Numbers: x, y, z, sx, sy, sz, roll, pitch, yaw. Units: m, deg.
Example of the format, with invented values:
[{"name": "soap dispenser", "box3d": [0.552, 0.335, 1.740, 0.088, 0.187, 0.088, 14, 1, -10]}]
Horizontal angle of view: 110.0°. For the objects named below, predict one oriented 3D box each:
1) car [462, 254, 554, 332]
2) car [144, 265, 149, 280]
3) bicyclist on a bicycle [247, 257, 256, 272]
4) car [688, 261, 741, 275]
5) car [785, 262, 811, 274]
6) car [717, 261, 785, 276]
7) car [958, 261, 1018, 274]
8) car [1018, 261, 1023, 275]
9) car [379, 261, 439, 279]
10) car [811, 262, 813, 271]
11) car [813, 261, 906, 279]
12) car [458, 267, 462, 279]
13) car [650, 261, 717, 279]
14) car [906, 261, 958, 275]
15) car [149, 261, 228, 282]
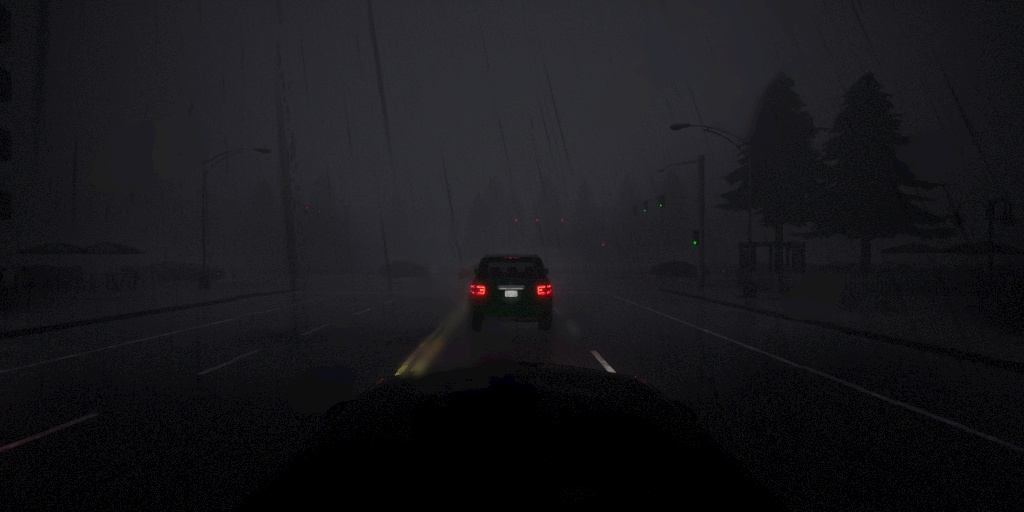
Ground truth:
[{"name": "car", "box3d": [-0.022, 0.971, 11.024, 2.150, 2.045, 5.566, 0, 0, 0]}, {"name": "car", "box3d": [-28.537, 1.172, 30.494, 5.008, 1.535, 1.882, 0, 0, -1]}, {"name": "bicyclist on a bicycle", "box3d": [-30.106, 0.995, 41.533, 0.582, 1.620, 1.656, 0, 0, -1]}, {"name": "car", "box3d": [21.491, 1.220, 38.176, 4.674, 1.442, 1.812, 0, 0, 0]}, {"name": "car", "box3d": [30.596, 1.295, 38.184, 4.718, 1.301, 1.895, 0, 0, 1]}, {"name": "car", "box3d": [22.940, 1.186, 34.681, 4.902, 1.511, 2.128, 0, 0, 0]}, {"name": "car", "box3d": [42.803, 1.186, 33.619, 4.902, 1.511, 2.128, 0, 0, 13]}, {"name": "car", "box3d": [49.335, 1.199, 35.419, 4.892, 1.490, 1.837, 0, 0, 20]}, {"name": "car", "box3d": [-8.780, 1.221, 30.730, 4.892, 1.490, 1.837, 0, 0, -1]}, {"name": "car", "box3d": [32.691, 1.242, 34.680, 5.357, 1.411, 2.033, 0, 0, 1]}, {"name": "car", "box3d": [26.575, 1.172, 27.546, 5.008, 1.535, 1.882, 0, 0, 0]}, {"name": "car", "box3d": [-1.558, 1.208, 27.297, 5.008, 1.535, 1.882, 0, 0, -1]}, {"name": "car", "box3d": [14.489, 1.198, 30.940, 4.892, 1.490, 1.837, 0, 0, -1]}, {"name": "car", "box3d": [34.348, 1.242, 31.006, 5.357, 1.411, 2.033, 0, 0, 2]}, {"name": "car", "box3d": [-24.102, 1.258, 27.069, 4.181, 1.385, 1.994, 0, 0, -1]}]
